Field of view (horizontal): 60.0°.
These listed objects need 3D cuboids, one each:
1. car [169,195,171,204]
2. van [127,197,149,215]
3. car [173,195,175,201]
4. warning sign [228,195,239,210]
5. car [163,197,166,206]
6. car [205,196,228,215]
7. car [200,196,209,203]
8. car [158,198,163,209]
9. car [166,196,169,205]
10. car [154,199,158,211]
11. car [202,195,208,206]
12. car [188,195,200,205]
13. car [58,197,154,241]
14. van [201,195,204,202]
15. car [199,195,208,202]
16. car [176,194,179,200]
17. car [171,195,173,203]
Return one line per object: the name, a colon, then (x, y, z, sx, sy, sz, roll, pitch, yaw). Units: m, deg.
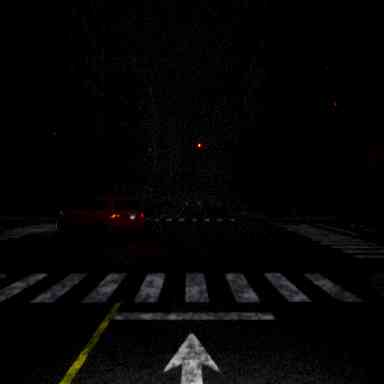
car: (-5.634, 1.784, 64.098, 1.752, 1.417, 4.829, 0, 0, 0)
van: (-5.740, 1.487, 35.928, 1.690, 1.788, 3.998, 0, 0, 0)
car: (-5.591, 1.846, 75.604, 1.887, 1.381, 4.507, 0, 0, 0)
warning sign: (5.210, 1.286, 41.884, 1.300, 1.860, 1.060, 0, 0, 0)
car: (-5.676, 1.797, 52.932, 1.802, 1.307, 4.206, 0, 0, 0)
car: (2.786, 1.586, 35.898, 1.967, 1.590, 4.097, 0, 0, 0)
car: (2.956, 1.762, 81.252, 1.967, 1.590, 4.097, 0, 0, 0)
car: (-5.697, 1.758, 47.264, 1.947, 1.339, 4.313, 0, 0, 0)
car: (-5.655, 1.803, 58.600, 1.947, 1.339, 4.313, 0, 0, 0)
car: (-5.718, 1.610, 41.596, 1.967, 1.590, 4.097, 0, 0, 0)
car: (2.829, 1.632, 47.236, 1.967, 1.590, 4.097, 0, 0, 0)
car: (0.234, 1.831, 66.266, 1.994, 1.385, 4.181, 0, 0, 0)
car: (-4.831, 1.288, 17.397, 5.566, 2.045, 2.150, 0, -1, 41)
van: (2.871, 1.578, 58.575, 1.690, 1.788, 3.998, 0, 0, 0)
car: (2.977, 1.657, 86.921, 2.192, 1.841, 5.009, 0, 0, 0)
car: (-5.527, 1.678, 92.611, 2.192, 1.841, 5.009, 0, 0, 0)
car: (-5.612, 1.847, 69.936, 1.947, 1.339, 4.313, 0, 0, 0)
